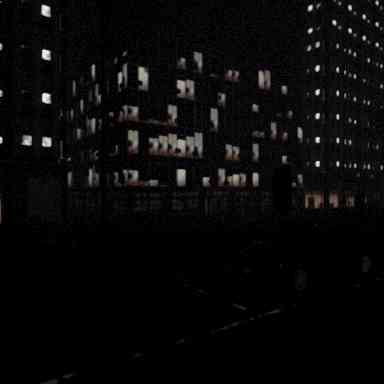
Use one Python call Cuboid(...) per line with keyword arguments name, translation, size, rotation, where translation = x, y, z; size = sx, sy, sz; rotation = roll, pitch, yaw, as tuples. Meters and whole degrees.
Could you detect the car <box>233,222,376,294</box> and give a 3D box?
Cuboid(name="car", translation=(3.075, 1.526, 8.752), size=(4.507, 1.381, 1.887), rotation=(0, 0, -35))
